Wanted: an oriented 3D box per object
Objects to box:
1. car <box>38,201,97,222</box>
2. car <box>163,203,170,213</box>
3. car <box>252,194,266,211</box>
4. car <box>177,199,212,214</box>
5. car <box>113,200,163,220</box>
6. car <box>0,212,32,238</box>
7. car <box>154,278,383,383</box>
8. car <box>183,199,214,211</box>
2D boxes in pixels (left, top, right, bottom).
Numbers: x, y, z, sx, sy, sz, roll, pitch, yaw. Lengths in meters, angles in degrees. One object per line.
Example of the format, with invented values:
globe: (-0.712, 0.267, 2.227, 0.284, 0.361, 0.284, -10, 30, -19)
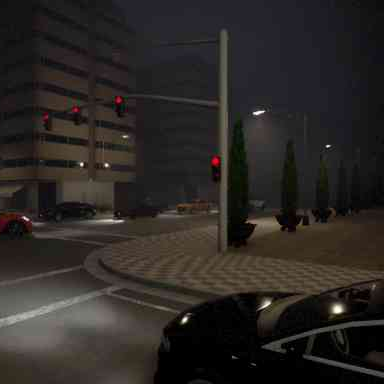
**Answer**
car: (-10.212, 1.560, 27.513, 1.837, 1.490, 4.892, 0, 0, 35)
car: (-4.593, 1.603, 35.470, 2.033, 1.411, 5.357, 0, 0, 35)
car: (6.790, 1.276, 39.108, 2.150, 2.045, 5.566, 0, 0, 35)
car: (0.311, 1.533, 36.346, 1.882, 1.535, 5.008, 0, 0, 35)
car: (-4.837, 1.619, 29.058, 1.994, 1.385, 4.181, 0, 0, 35)
car: (-10.414, 1.367, 16.363, 4.553, 1.767, 2.097, 0, -1, -36)
car: (1.853, 1.492, 2.652, 4.902, 1.511, 2.128, 0, 0, 36)
car: (0.856, 1.619, 43.161, 1.994, 1.385, 4.181, 0, 0, 36)
